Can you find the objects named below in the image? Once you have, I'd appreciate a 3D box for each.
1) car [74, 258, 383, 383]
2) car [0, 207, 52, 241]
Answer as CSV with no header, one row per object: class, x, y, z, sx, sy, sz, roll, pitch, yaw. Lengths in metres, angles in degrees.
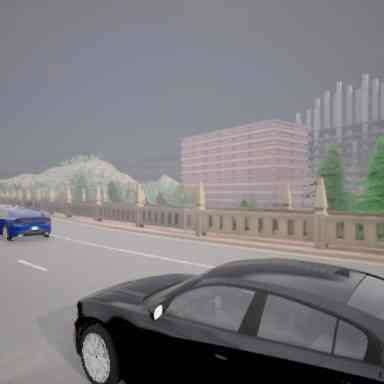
car,0.743,1.494,3.610,5.008,1.535,1.882,0,0,36
car,-8.903,1.520,17.067,1.882,1.535,5.008,0,0,-43
